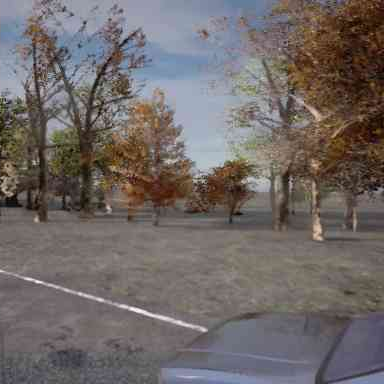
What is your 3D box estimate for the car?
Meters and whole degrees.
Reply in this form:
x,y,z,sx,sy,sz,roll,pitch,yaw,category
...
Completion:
x,y,z,sx,sy,sz,roll,pitch,yaw,category
2.228,1.544,2.102,5.357,1.411,2.033,0,0,35,car
